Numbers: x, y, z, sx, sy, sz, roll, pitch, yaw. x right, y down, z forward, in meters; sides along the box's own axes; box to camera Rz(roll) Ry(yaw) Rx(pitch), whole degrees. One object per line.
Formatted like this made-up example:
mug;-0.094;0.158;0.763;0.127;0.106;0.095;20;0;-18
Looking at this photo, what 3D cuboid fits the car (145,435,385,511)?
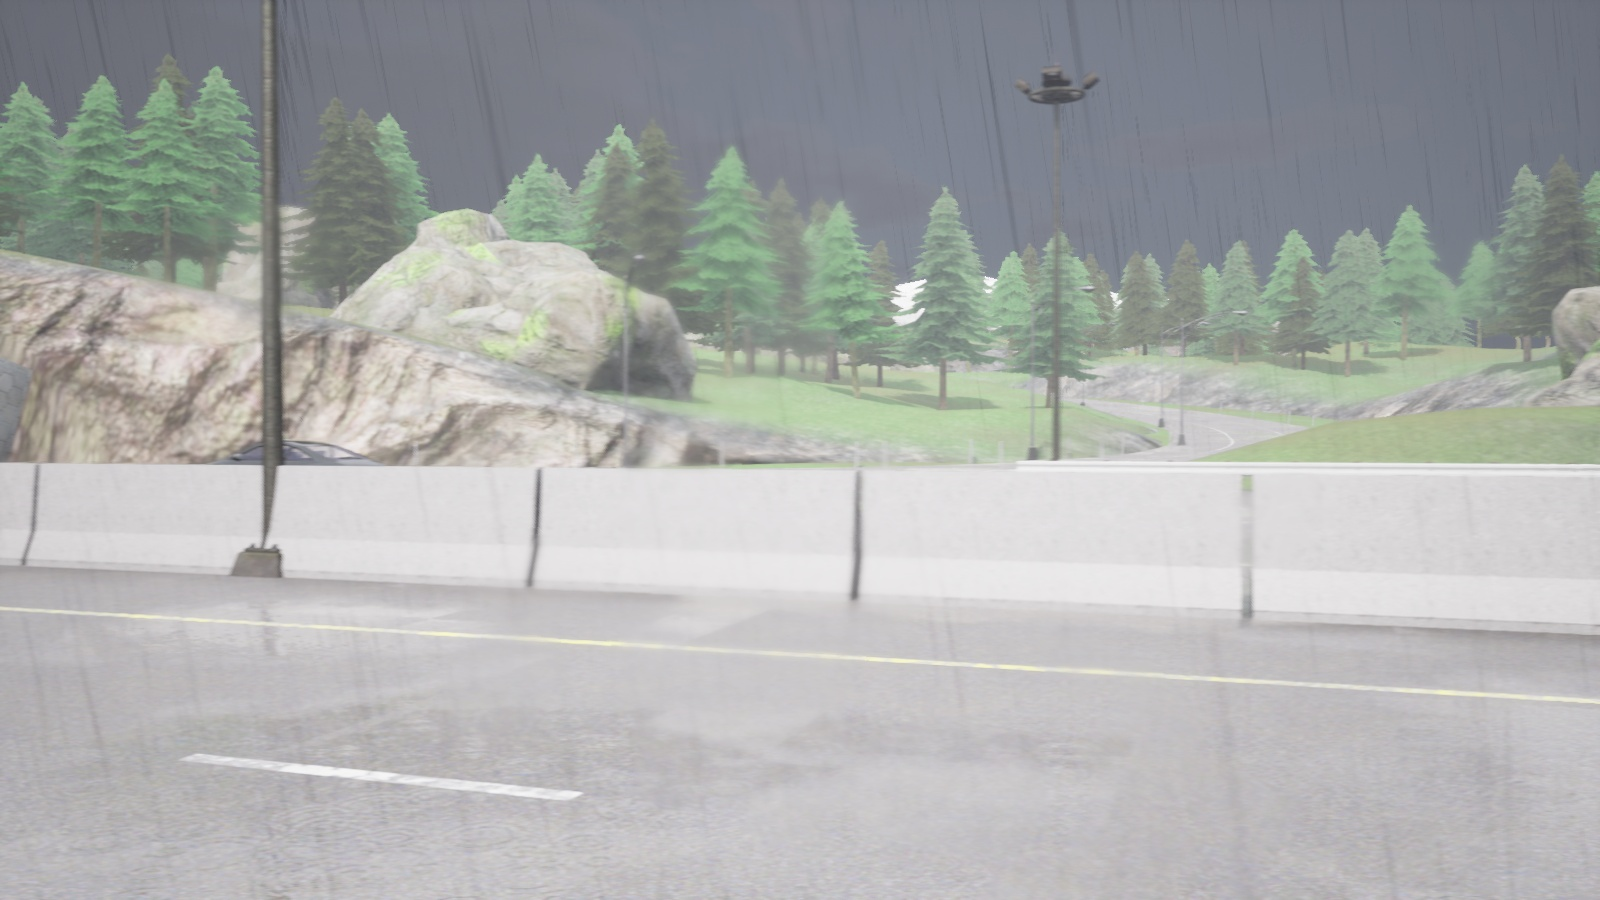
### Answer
car;-10.733;0.419;25.267;4.181;1.385;1.994;1;1;19
